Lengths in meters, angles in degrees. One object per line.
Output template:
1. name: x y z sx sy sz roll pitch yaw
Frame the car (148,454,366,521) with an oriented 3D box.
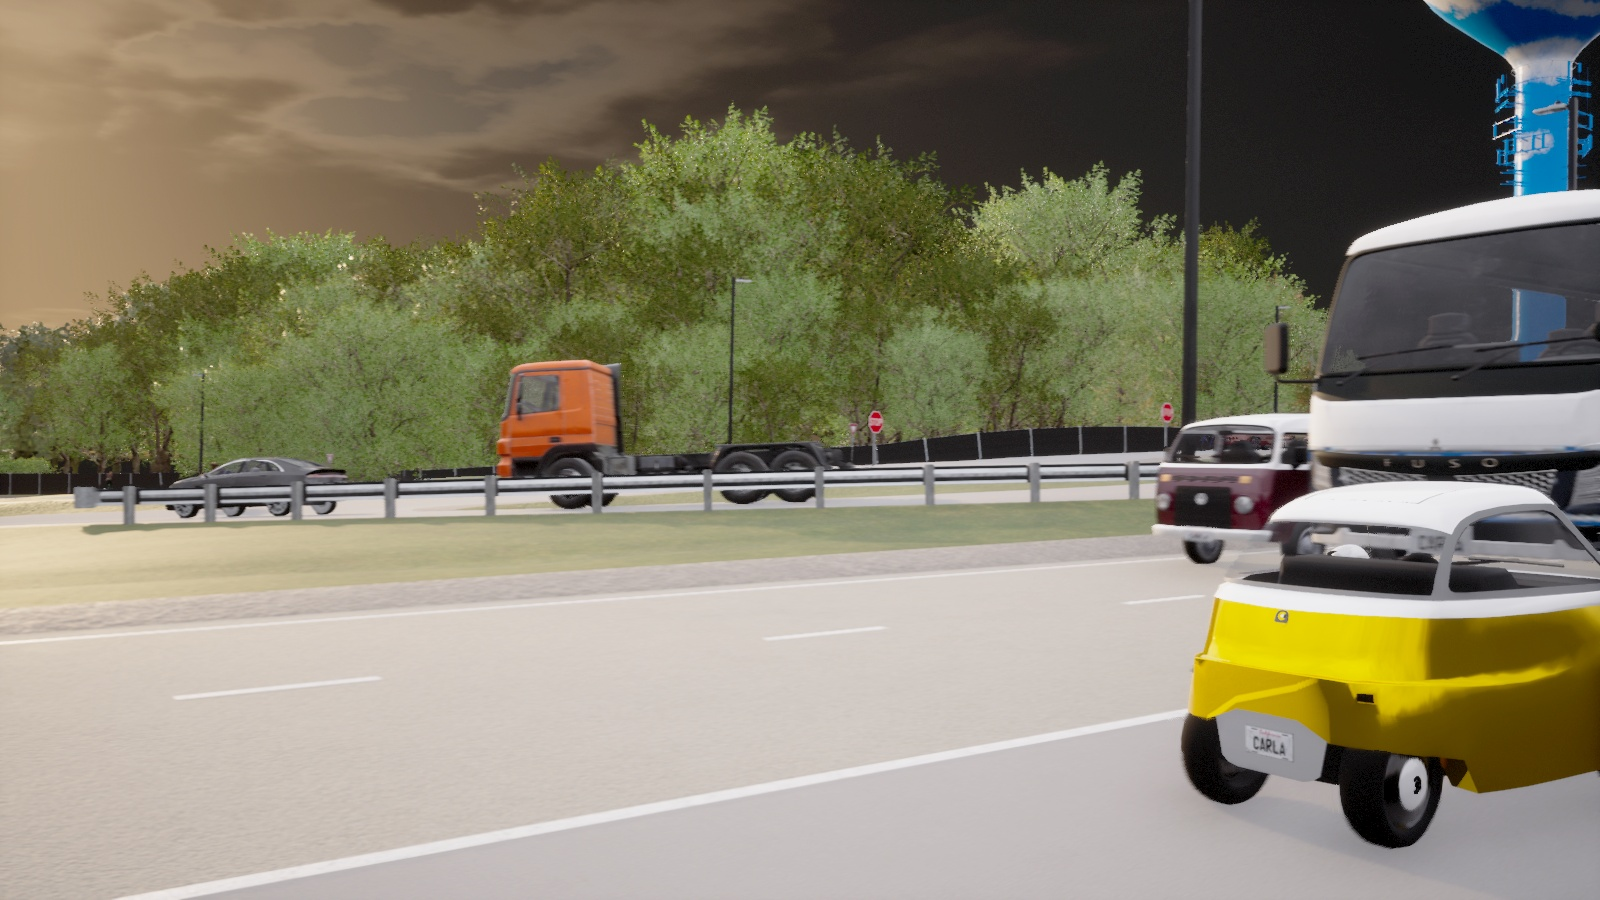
1. car: -13.807 0.966 31.946 4.902 1.511 2.128 -2 -2 18

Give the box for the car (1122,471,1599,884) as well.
1. car: 2.757 0.808 5.577 2.207 1.376 1.481 0 0 -35

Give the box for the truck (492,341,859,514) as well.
1. truck: -2.713 -0.442 29.004 7.936 3.462 2.891 -2 -1 4

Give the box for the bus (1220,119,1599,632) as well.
1. bus: 9.857 -0.619 14.787 10.273 4.253 3.944 0 0 -35

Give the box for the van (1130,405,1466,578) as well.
1. van: 6.755 0.490 16.888 4.480 2.038 2.069 0 0 -35
